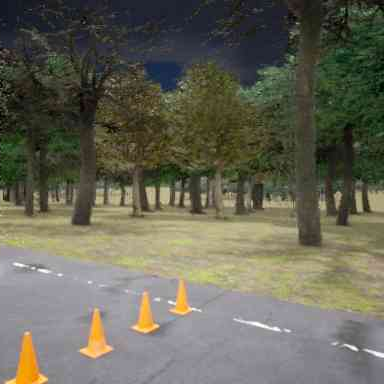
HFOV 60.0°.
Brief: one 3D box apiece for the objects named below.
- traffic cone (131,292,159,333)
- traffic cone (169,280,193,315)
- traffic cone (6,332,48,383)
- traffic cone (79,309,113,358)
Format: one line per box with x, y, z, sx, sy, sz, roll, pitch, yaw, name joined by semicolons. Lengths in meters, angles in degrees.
-0.786;1.977;5.575;0.340;0.580;0.340;0;0;36;traffic cone
-0.202;1.982;6.386;0.340;0.580;0.340;0;0;36;traffic cone
-1.952;1.967;3.951;0.340;0.580;0.340;0;0;36;traffic cone
-1.369;1.972;4.763;0.340;0.580;0.340;0;0;36;traffic cone
